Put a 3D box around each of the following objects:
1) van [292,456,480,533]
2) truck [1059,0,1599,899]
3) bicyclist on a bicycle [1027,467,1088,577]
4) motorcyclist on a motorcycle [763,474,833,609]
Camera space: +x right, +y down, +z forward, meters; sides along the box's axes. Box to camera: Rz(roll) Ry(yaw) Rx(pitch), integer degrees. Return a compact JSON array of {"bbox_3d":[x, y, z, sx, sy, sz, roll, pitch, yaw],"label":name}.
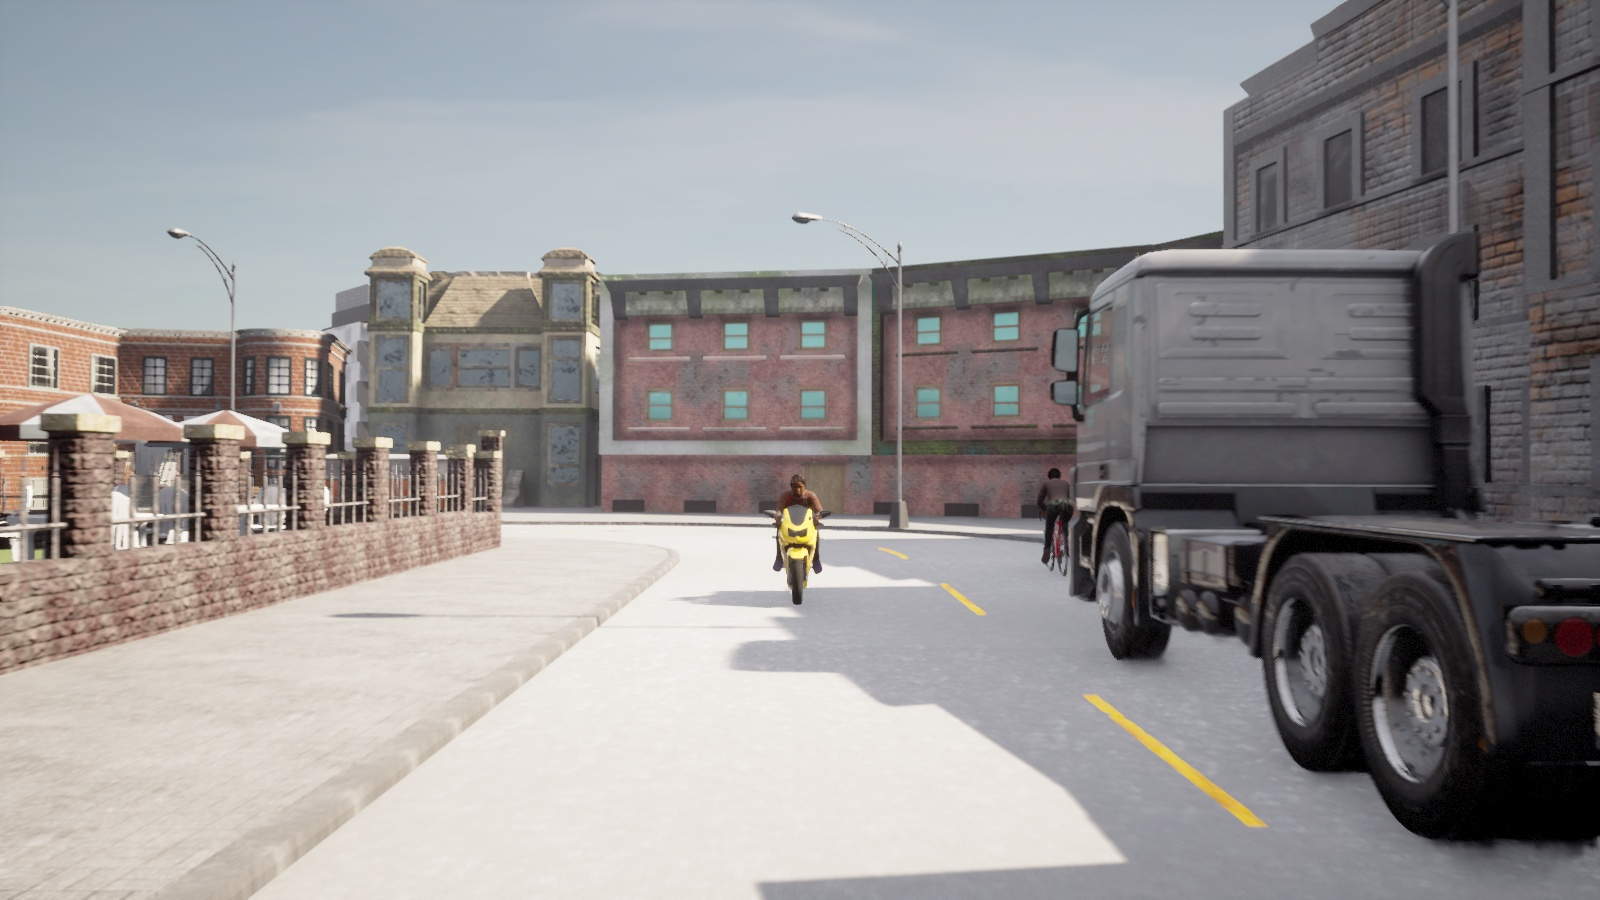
[{"bbox_3d":[-11.041,1.175,33.677,4.442,1.987,1.775,0,-1,1],"label":"van"},{"bbox_3d":[3.976,-0.046,8.205,2.891,3.462,7.936,0,-1,0],"label":"truck"},{"bbox_3d":[3.953,1.076,19.399,0.582,1.620,1.656,0,-1,0],"label":"bicyclist on a bicycle"},{"bbox_3d":[-0.016,1.052,15.270,0.797,1.523,2.044,0,-1,0],"label":"motorcyclist on a motorcycle"}]
